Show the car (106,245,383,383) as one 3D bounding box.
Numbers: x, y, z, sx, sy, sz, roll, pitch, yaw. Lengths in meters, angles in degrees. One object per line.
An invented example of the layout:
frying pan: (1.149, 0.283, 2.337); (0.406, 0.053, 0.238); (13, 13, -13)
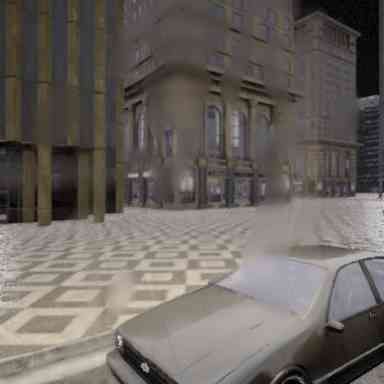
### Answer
car: (1.670, 1.509, 4.570); (5.357, 1.411, 2.033); (-1, 0, -36)
